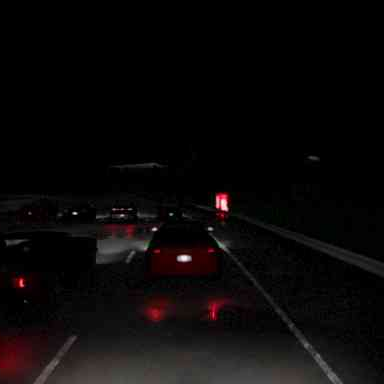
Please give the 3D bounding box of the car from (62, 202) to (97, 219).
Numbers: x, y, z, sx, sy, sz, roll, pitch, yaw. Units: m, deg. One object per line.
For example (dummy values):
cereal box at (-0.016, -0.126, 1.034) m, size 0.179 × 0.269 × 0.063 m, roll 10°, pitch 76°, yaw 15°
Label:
car at (-8.825, 1.508, 26.314) m, size 1.994 × 1.385 × 4.181 m, roll 0°, pitch 0°, yaw -8°

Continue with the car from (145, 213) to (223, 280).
car at (-0.274, 1.537, 9.881) m, size 1.994 × 1.385 × 4.181 m, roll 0°, pitch 0°, yaw -3°

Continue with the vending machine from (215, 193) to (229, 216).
vending machine at (2.747, 1.108, 30.178) m, size 1.100 × 2.100 × 0.880 m, roll 0°, pitch 0°, yaw -8°

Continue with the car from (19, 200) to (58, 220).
car at (-12.501, 1.425, 27.387) m, size 1.882 × 1.535 × 5.008 m, roll 0°, pitch 0°, yaw -8°

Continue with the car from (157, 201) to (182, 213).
car at (-1.826, 1.456, 26.816) m, size 1.812 × 1.442 × 4.674 m, roll 0°, pitch 0°, yaw -7°

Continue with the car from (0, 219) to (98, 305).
car at (-3.663, 1.585, 7.955) m, size 1.895 × 1.301 × 4.718 m, roll 0°, pitch 0°, yaw -2°

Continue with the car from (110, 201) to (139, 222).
car at (-5.223, 1.430, 25.798) m, size 2.128 × 1.511 × 4.902 m, roll 0°, pitch 0°, yaw -7°
